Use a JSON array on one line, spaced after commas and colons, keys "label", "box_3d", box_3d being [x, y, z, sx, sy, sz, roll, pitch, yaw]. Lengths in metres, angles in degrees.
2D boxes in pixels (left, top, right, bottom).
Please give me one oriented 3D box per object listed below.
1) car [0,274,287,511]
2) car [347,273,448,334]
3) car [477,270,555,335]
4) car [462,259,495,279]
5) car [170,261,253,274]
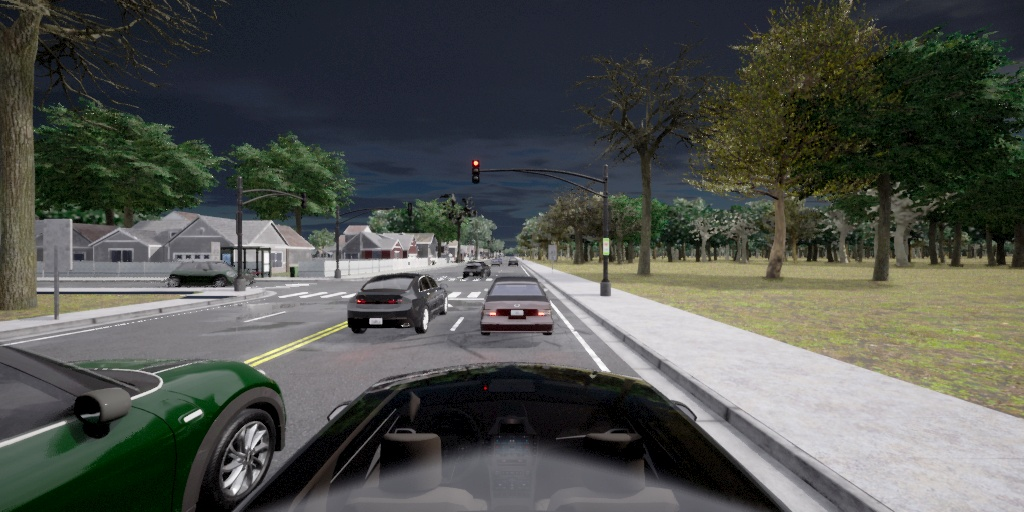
[{"label": "car", "box_3d": [-3.149, 1.102, 1.476, 2.097, 1.767, 4.553, 0, 0, 0]}, {"label": "car", "box_3d": [-3.138, 1.254, 10.674, 1.837, 1.490, 4.892, 0, 0, 0]}, {"label": "car", "box_3d": [0.119, 1.297, 10.421, 2.033, 1.411, 5.357, 0, 0, 0]}, {"label": "car", "box_3d": [-3.133, 1.250, 32.376, 1.837, 1.490, 4.892, 2, 0, 7]}, {"label": "car", "box_3d": [-18.875, 1.126, 22.690, 4.553, 1.767, 2.097, 0, 0, 4]}]
